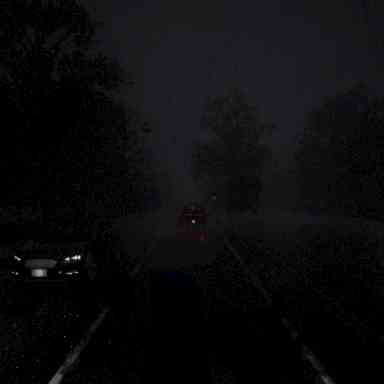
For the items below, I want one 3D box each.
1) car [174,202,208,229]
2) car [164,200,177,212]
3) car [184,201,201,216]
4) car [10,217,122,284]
[{"bbox_3d":[0.097,1.694,23.488,2.128,1.511,4.902,0,-1,0],"label":"car"},{"bbox_3d":[-3.313,2.222,54.174,2.097,1.767,4.553,0,5,1],"label":"car"},{"bbox_3d":[0.094,2.017,42.402,2.097,1.767,4.553,0,-1,0],"label":"car"},{"bbox_3d":[-3.351,1.521,9.738,2.128,1.511,4.902,0,0,0],"label":"car"}]
